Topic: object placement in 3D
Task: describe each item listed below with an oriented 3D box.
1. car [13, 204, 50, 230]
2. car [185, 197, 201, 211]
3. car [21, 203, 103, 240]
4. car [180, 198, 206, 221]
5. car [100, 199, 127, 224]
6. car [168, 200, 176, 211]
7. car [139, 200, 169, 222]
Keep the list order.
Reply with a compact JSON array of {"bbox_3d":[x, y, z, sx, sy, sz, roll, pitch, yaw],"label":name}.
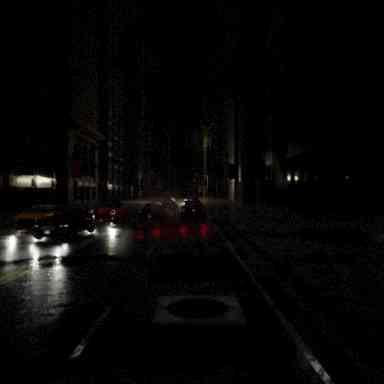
[{"bbox_3d":[-9.783,1.578,21.941,1.882,1.535,5.008,0,0,0],"label":"car"},{"bbox_3d":[0.122,1.560,44.696,2.097,1.767,4.553,0,0,0],"label":"car"},{"bbox_3d":[-6.561,1.572,17.544,2.128,1.511,4.902,0,0,0],"label":"car"},{"bbox_3d":[0.112,1.484,28.346,2.097,1.767,4.553,0,0,0],"label":"car"},{"bbox_3d":[-6.488,1.472,26.027,2.097,1.767,4.553,0,0,0],"label":"car"},{"bbox_3d":[-3.142,1.734,44.724,1.812,1.442,4.674,0,0,0],"label":"car"},{"bbox_3d":[-3.150,1.651,27.202,1.812,1.442,4.674,0,0,0],"label":"car"}]
